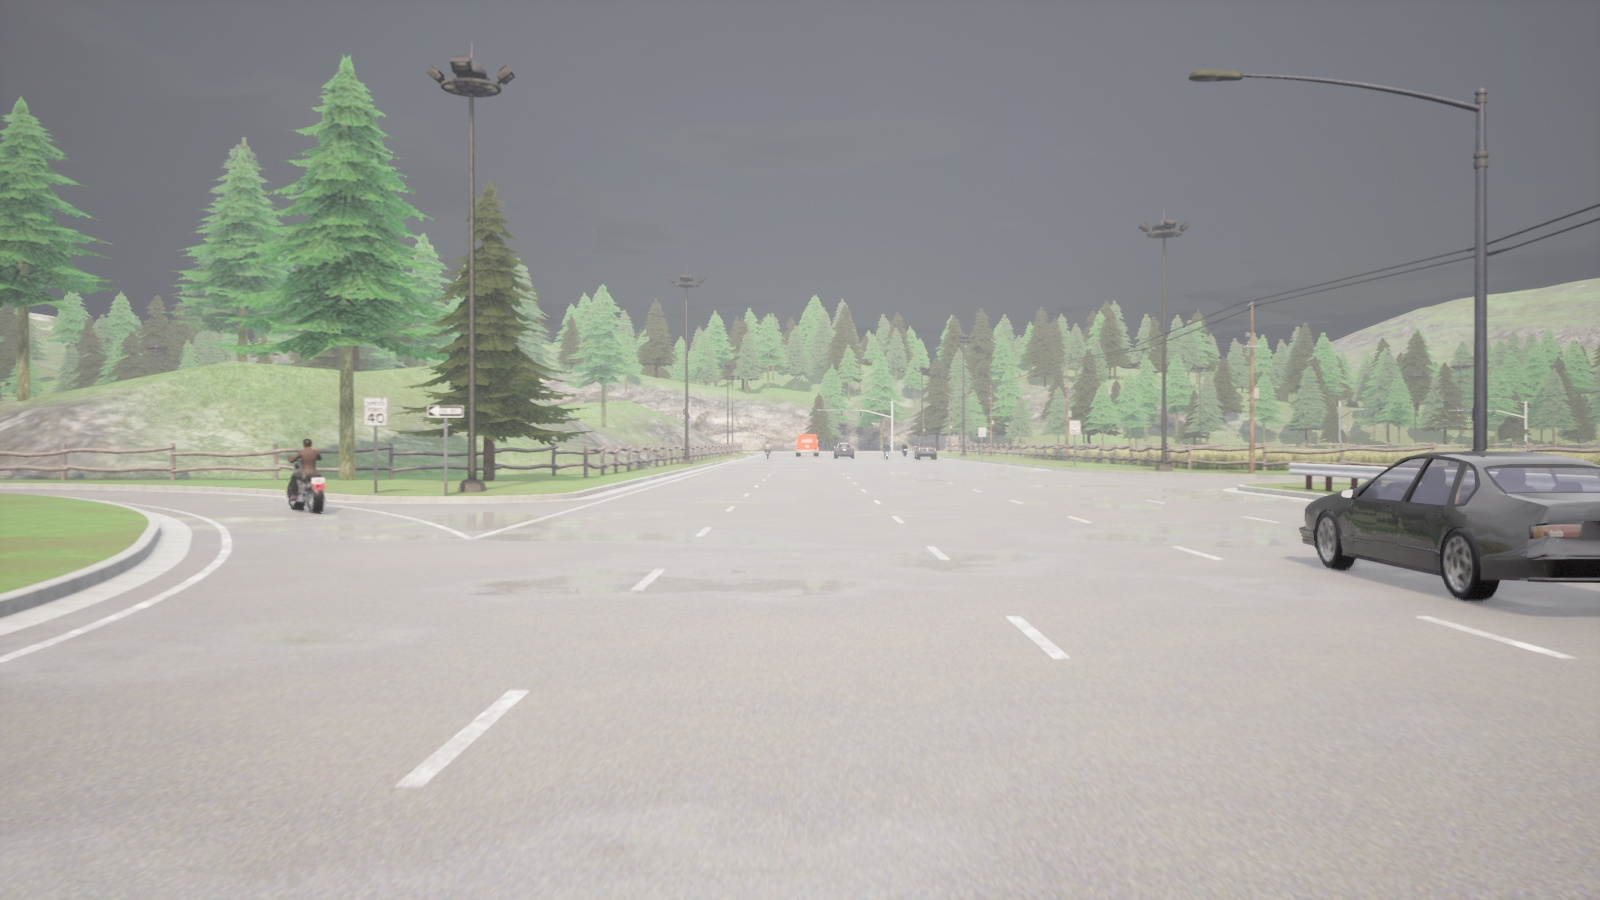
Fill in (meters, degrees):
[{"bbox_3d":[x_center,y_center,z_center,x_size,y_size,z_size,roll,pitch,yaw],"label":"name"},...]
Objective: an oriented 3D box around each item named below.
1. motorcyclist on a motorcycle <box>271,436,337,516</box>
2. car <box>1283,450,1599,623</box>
[{"bbox_3d":[-10.783,0.534,27.248,0.766,1.649,2.350,-1,1,-35],"label":"motorcyclist on a motorcycle"},{"bbox_3d":[7.090,0.726,13.137,2.033,1.411,5.357,0,0,0],"label":"car"}]
